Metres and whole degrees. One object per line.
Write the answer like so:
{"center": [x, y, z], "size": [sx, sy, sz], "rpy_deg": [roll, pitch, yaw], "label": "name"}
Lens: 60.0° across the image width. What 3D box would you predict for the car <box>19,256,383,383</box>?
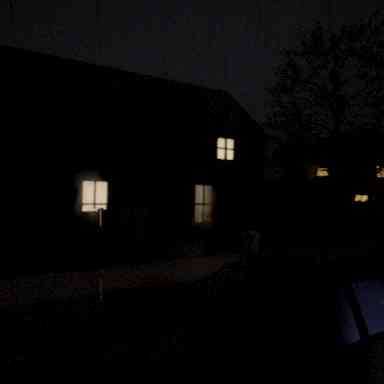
{"center": [1.087, 1.518, 3.711], "size": [5.357, 1.411, 2.033], "rpy_deg": [1, 1, -29], "label": "car"}
